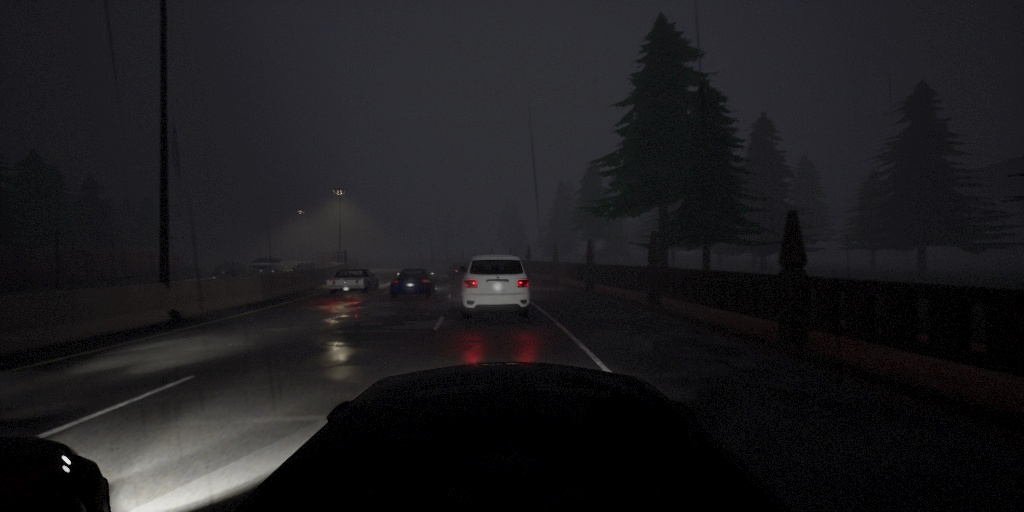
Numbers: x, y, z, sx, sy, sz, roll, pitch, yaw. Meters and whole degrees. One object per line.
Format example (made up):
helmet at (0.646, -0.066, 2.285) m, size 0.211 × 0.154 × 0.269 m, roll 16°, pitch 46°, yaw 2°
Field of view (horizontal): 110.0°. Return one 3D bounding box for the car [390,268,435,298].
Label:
car at (-5.119, 1.332, 18.859) m, size 1.994 × 1.385 × 4.181 m, roll 0°, pitch 0°, yaw -10°

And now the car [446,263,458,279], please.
car at (-4.881, 1.313, 33.183) m, size 2.033 × 1.411 × 5.357 m, roll 0°, pitch 0°, yaw -17°

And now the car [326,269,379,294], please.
car at (-8.920, 1.383, 20.549) m, size 1.895 × 1.301 × 4.718 m, roll 0°, pitch 0°, yaw -11°

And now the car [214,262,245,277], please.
car at (-28.891, 1.349, 36.912) m, size 2.128 × 1.511 × 4.902 m, roll 0°, pitch 0°, yaw -24°

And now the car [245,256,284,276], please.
car at (-24.960, 1.064, 36.700) m, size 2.150 × 2.045 × 5.566 m, roll 0°, pitch 0°, yaw -23°

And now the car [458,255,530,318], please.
car at (-0.728, 0.973, 13.254) m, size 2.150 × 2.045 × 5.566 m, roll 0°, pitch 0°, yaw -7°

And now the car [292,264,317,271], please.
car at (-21.267, 1.429, 36.915) m, size 1.895 × 1.301 × 4.718 m, roll 0°, pitch 0°, yaw -22°

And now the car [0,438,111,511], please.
car at (-3.547, 1.328, 0.485) m, size 1.994 × 1.385 × 4.181 m, roll 0°, pitch 0°, yaw 1°
